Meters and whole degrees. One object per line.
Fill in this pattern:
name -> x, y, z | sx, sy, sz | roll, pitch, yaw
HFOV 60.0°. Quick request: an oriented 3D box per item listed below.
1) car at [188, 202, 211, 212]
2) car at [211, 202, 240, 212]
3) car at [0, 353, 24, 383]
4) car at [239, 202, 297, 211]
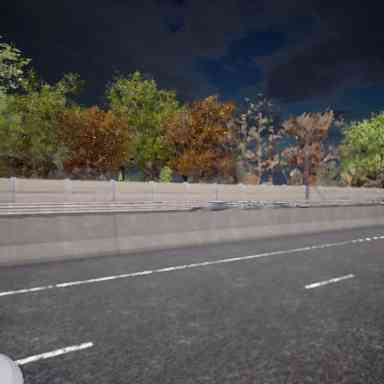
car -> 2.145, 1.680, 31.318 | 5.357, 1.411, 2.033 | 0, 0, -35
car -> 4.434, 1.626, 28.652 | 4.902, 1.511, 2.128 | 0, 0, -35
car -> -3.284, 1.514, 1.404 | 4.674, 1.442, 1.812 | 0, 0, -36
car -> 6.248, 1.637, 25.647 | 4.892, 1.490, 1.837 | 1, 0, -35
